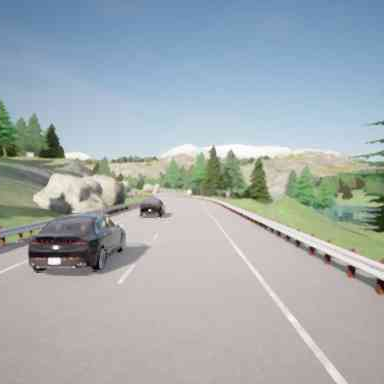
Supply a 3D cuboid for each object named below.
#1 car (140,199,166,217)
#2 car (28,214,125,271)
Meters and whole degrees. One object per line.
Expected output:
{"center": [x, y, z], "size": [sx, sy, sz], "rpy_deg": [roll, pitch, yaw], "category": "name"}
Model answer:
{"center": [-3.446, 1.338, 29.767], "size": [1.882, 1.535, 5.008], "rpy_deg": [0, 0, 0], "category": "car"}
{"center": [-3.416, 1.456, 10.673], "size": [1.837, 1.490, 4.892], "rpy_deg": [0, 0, 0], "category": "car"}
